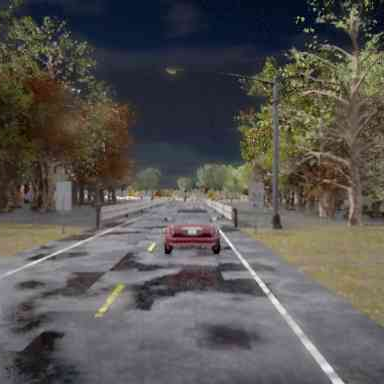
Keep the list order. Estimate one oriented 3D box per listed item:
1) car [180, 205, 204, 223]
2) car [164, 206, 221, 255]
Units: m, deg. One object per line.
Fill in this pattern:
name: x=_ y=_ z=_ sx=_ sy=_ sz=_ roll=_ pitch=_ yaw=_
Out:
car: x=0.018 y=1.872 z=29.100 sx=1.895 sy=1.301 sz=4.718 roll=0 pitch=0 yaw=0
car: x=0.011 y=1.482 z=14.073 sx=2.097 sy=1.767 sz=4.553 roll=0 pitch=-1 yaw=0
